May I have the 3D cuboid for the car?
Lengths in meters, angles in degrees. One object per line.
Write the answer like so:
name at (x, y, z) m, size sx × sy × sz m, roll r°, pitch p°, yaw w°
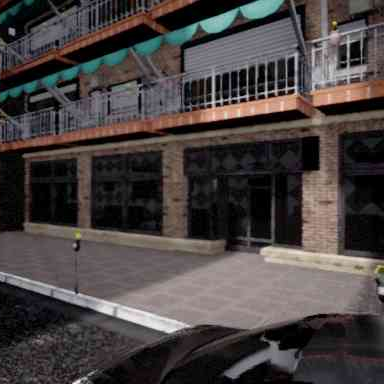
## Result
car at (1.019, 1.567, 2.141) m, size 4.313 × 1.339 × 1.947 m, roll 0°, pitch 0°, yaw 36°
